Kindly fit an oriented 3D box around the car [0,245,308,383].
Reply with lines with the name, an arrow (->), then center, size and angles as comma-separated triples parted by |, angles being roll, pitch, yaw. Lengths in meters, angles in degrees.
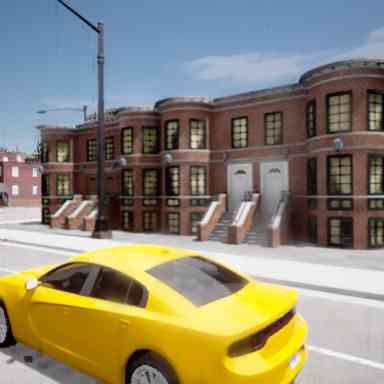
car -> -1.007, 1.511, 4.712 | 5.008, 1.535, 1.882 | -1, 0, 35
